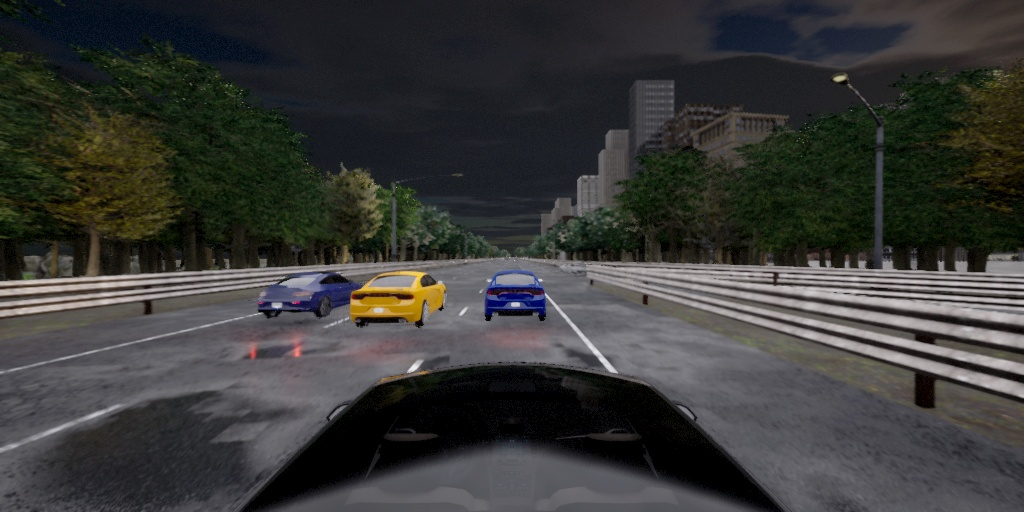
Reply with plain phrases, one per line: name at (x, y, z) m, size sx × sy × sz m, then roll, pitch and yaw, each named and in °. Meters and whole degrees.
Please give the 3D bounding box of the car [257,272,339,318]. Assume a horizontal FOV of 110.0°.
car at (-6.900, 1.280, 12.837) m, size 1.812 × 1.442 × 4.674 m, roll 0°, pitch 0°, yaw 0°

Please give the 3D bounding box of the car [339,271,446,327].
car at (-3.399, 1.231, 11.620) m, size 1.882 × 1.535 × 5.008 m, roll 0°, pitch 0°, yaw 0°

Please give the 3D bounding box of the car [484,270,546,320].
car at (0.102, 1.232, 12.707) m, size 1.882 × 1.535 × 5.008 m, roll 0°, pitch 0°, yaw 0°

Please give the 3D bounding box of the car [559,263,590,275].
car at (6.928, 1.423, 39.852) m, size 1.895 × 1.301 × 4.718 m, roll 0°, pitch 0°, yaw -16°
